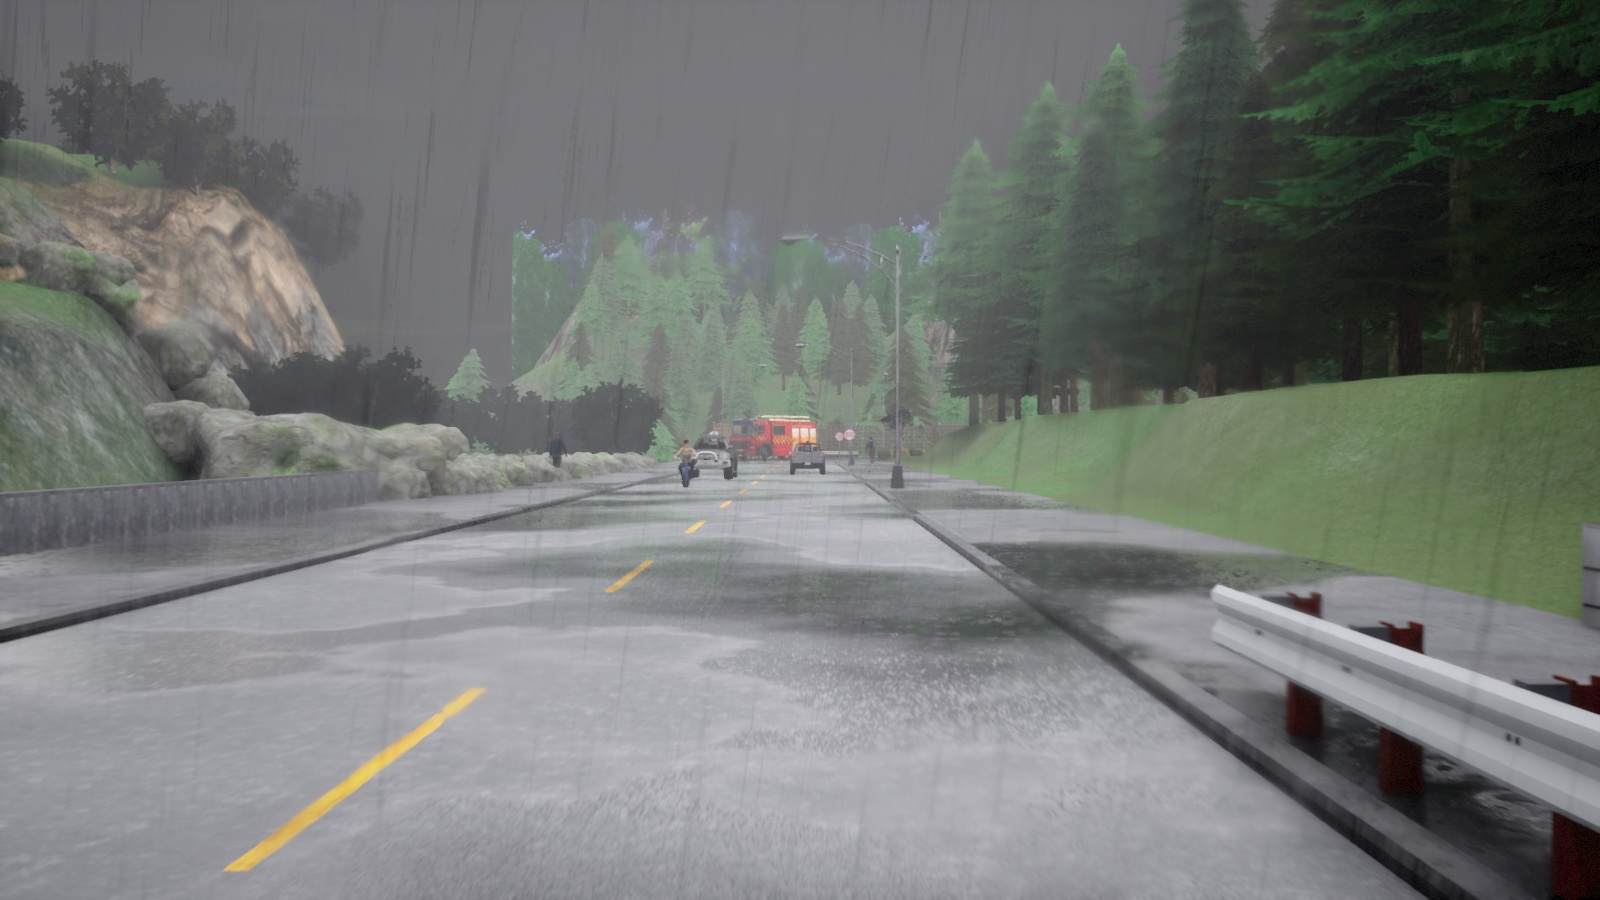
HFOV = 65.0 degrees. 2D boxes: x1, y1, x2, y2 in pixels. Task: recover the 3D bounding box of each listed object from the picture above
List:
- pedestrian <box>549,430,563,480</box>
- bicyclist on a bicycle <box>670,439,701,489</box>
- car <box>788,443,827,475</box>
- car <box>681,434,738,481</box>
[{"bbox_3d":[-9.095,0.185,46.861,0.402,1.842,0.726,0,0,0],"label":"pedestrian"},{"bbox_3d":[-3.748,0.448,41.186,0.866,1.612,1.509,0,0,0],"label":"bicyclist on a bicycle"},{"bbox_3d":[0.367,0.421,60.266,1.845,1.501,3.633,0,0,0],"label":"car"},{"bbox_3d":[-3.676,0.265,51.820,1.932,1.855,4.605,0,1,1],"label":"car"}]
